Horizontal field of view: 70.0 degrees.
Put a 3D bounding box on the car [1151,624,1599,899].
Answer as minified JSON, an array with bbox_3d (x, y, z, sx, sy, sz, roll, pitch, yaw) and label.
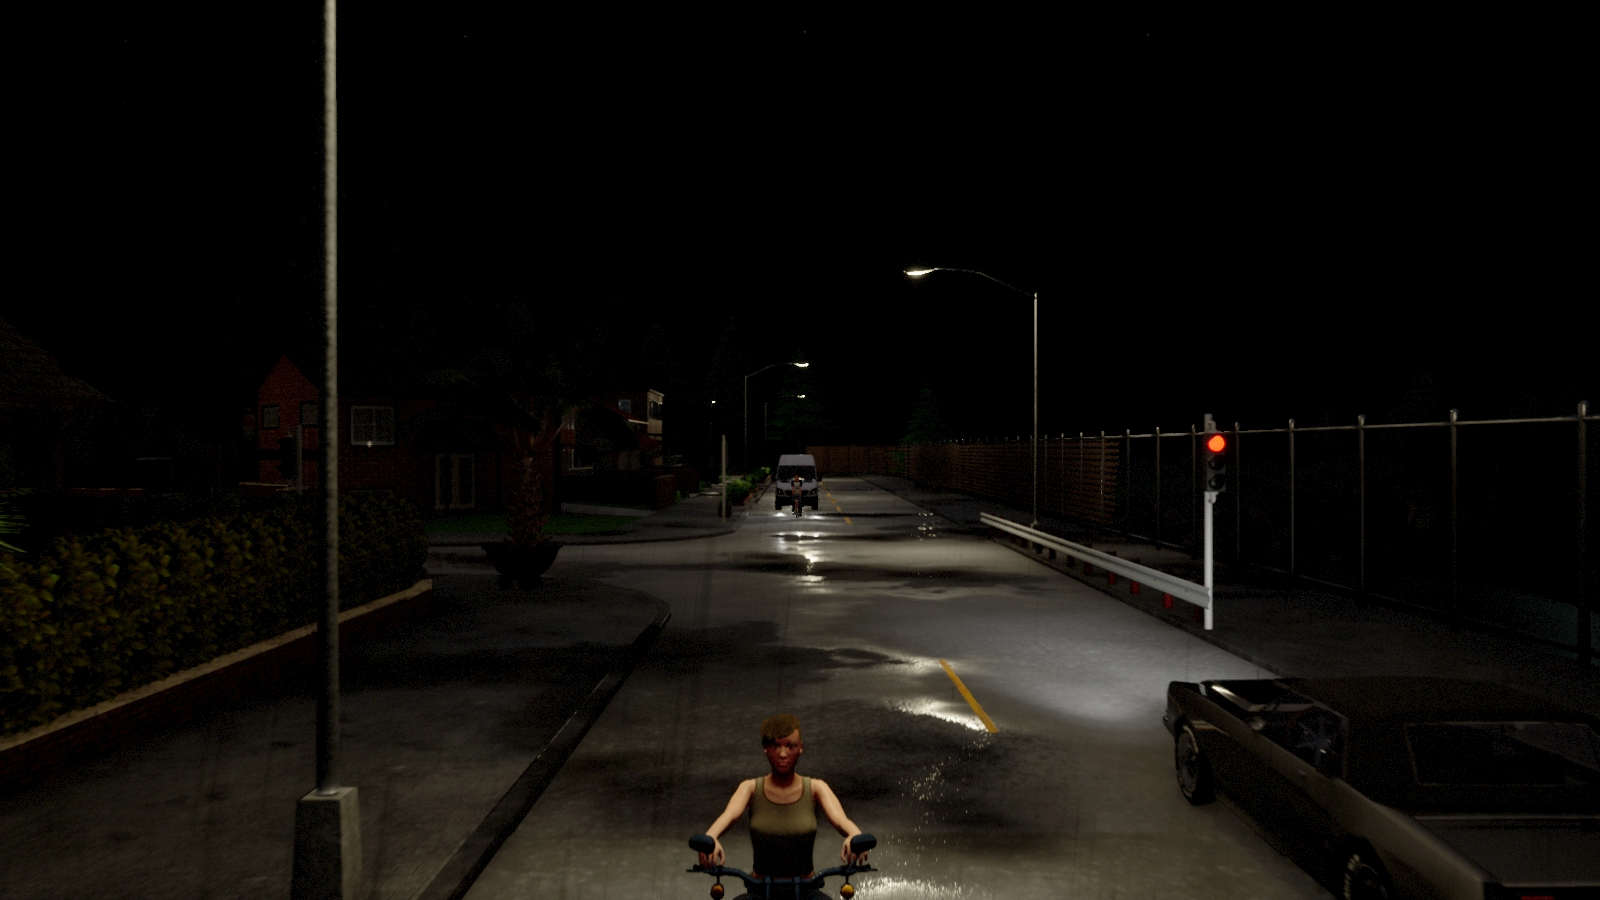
[{"bbox_3d":[3.967,2.148,7.453,1.895,1.301,4.718,0,0,0],"label":"car"}]

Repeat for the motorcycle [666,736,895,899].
[{"bbox_3d":[-0.074,2.150,4.763,0.764,1.307,2.356,0,0,-1],"label":"motorcycle"}]
